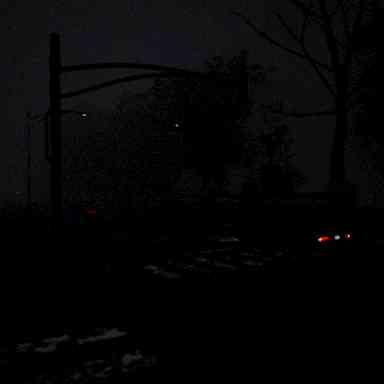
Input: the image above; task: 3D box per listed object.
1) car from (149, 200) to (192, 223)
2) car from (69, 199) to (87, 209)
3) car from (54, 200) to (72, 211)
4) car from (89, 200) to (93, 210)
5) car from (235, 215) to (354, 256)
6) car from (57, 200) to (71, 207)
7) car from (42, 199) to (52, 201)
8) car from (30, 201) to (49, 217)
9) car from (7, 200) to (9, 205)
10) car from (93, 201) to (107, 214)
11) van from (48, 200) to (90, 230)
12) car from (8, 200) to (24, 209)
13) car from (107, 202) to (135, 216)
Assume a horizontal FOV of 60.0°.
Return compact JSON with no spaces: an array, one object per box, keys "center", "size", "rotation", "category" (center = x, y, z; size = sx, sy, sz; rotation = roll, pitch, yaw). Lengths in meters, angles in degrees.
[{"center":[-1.892,1.592,28.149],"size":[2.192,1.841,5.009],"rotation":[-1,0,-32],"category":"car"},{"center":[-19.829,2.106,57.651],"size":[1.882,1.535,5.008],"rotation":[0,0,-32],"category":"car"},{"center":[-20.739,2.122,53.400],"size":[1.837,1.490,4.892],"rotation":[0,0,-32],"category":"car"},{"center":[-16.134,2.060,51.705],"size":[1.837,1.490,4.892],"rotation":[0,0,-32],"category":"car"},{"center":[3.971,1.688,13.970],"size":[2.033,1.411,5.357],"rotation":[0,0,-27],"category":"car"},{"center":[-25.610,2.285,66.391],"size":[1.887,1.381,4.507],"rotation":[-1,0,-32],"category":"car"},{"center":[-34.470,2.462,80.797],"size":[1.887,1.381,4.507],"rotation":[-1,0,-31],"category":"car"},{"center":[-17.882,2.060,38.433],"size":[2.008,1.369,4.403],"rotation":[-1,0,-32],"category":"car"},{"center":[-44.345,2.581,81.597],"size":[1.887,1.381,4.507],"rotation":[-1,0,-31],"category":"car"},{"center":[-10.874,1.975,42.633],"size":[1.752,1.417,4.829],"rotation":[-1,0,-32],"category":"car"},{"center":[-8.987,1.679,24.088],"size":[1.690,1.788,3.998],"rotation":[-1,0,-32],"category":"van"},{"center":[-32.713,2.367,62.343],"size":[1.947,1.339,4.313],"rotation":[-1,0,-32],"category":"car"},{"center":[-7.819,1.973,37.708],"size":[1.802,1.307,4.206],"rotation":[-1,0,-32],"category":"car"}]
